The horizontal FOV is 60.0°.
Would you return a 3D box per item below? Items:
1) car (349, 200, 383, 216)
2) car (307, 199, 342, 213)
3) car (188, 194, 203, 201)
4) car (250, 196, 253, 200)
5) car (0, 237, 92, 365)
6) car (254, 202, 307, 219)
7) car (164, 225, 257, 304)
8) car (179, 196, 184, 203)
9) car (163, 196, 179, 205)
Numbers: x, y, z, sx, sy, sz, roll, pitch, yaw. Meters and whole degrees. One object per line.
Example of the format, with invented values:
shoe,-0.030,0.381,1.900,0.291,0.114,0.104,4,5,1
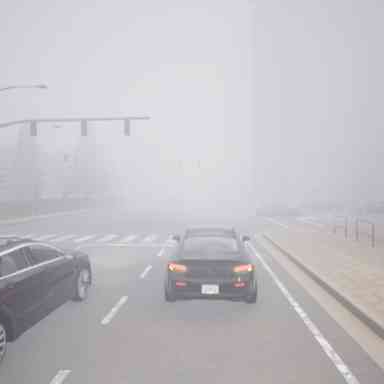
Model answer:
car,18.094,1.548,32.742,4.892,1.490,1.837,0,0,2
car,13.842,1.547,36.450,4.892,1.490,1.837,0,0,3
car,0.840,1.327,79.693,2.097,1.767,4.553,0,0,28
car,17.912,1.491,90.556,4.674,1.442,1.812,0,0,-21
car,-3.213,1.490,5.430,2.128,1.511,4.902,0,0,4
car,7.678,1.605,29.746,4.181,1.385,1.994,0,0,8
car,0.458,1.523,8.081,1.812,1.442,4.674,0,0,4
car,-3.004,1.539,68.997,1.994,1.385,4.181,0,0,10
car,-3.871,1.484,58.656,1.837,1.490,4.892,0,0,4
